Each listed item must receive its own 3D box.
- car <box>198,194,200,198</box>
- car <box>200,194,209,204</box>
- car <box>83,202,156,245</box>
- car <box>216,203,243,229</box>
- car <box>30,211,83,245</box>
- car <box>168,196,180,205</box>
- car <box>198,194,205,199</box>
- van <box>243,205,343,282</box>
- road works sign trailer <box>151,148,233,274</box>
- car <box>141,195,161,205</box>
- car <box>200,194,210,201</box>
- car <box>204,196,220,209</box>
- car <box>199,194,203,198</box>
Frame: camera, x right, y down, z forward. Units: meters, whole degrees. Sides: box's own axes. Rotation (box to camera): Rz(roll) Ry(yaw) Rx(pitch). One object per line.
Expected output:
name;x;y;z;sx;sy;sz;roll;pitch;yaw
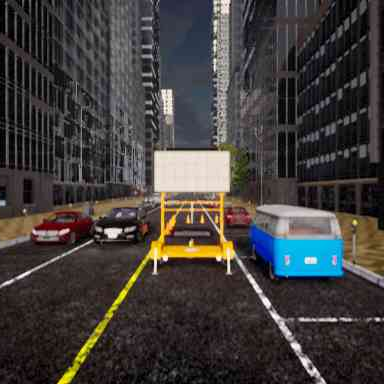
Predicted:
car;2.710;1.208;66.308;1.967;1.590;4.097;0;0;0
car;2.705;1.394;49.231;2.008;1.369;4.403;0;0;0
car;-3.096;1.444;15.420;2.128;1.511;4.902;0;0;0
car;2.696;1.518;20.769;1.802;1.307;4.206;0;0;0
car;-5.686;1.535;15.082;1.802;1.307;4.206;0;0;0
car;-3.064;1.360;56.560;2.033;1.411;5.357;0;0;0
car;2.719;1.174;94.770;1.887;1.381;4.507;0;0;0
van;2.693;1.312;9.384;1.690;1.788;3.998;0;0;0
road works sign trailer;0.003;0.432;10.401;2.380;3.560;2.880;0;0;0
car;-5.678;1.415;43.545;2.008;1.369;4.403;0;0;0
car;2.711;1.182;72.000;1.967;1.590;4.097;0;0;0
car;2.701;1.465;37.846;1.802;1.307;4.206;0;0;0
car;2.706;1.371;54.923;2.008;1.369;4.403;0;0;0
